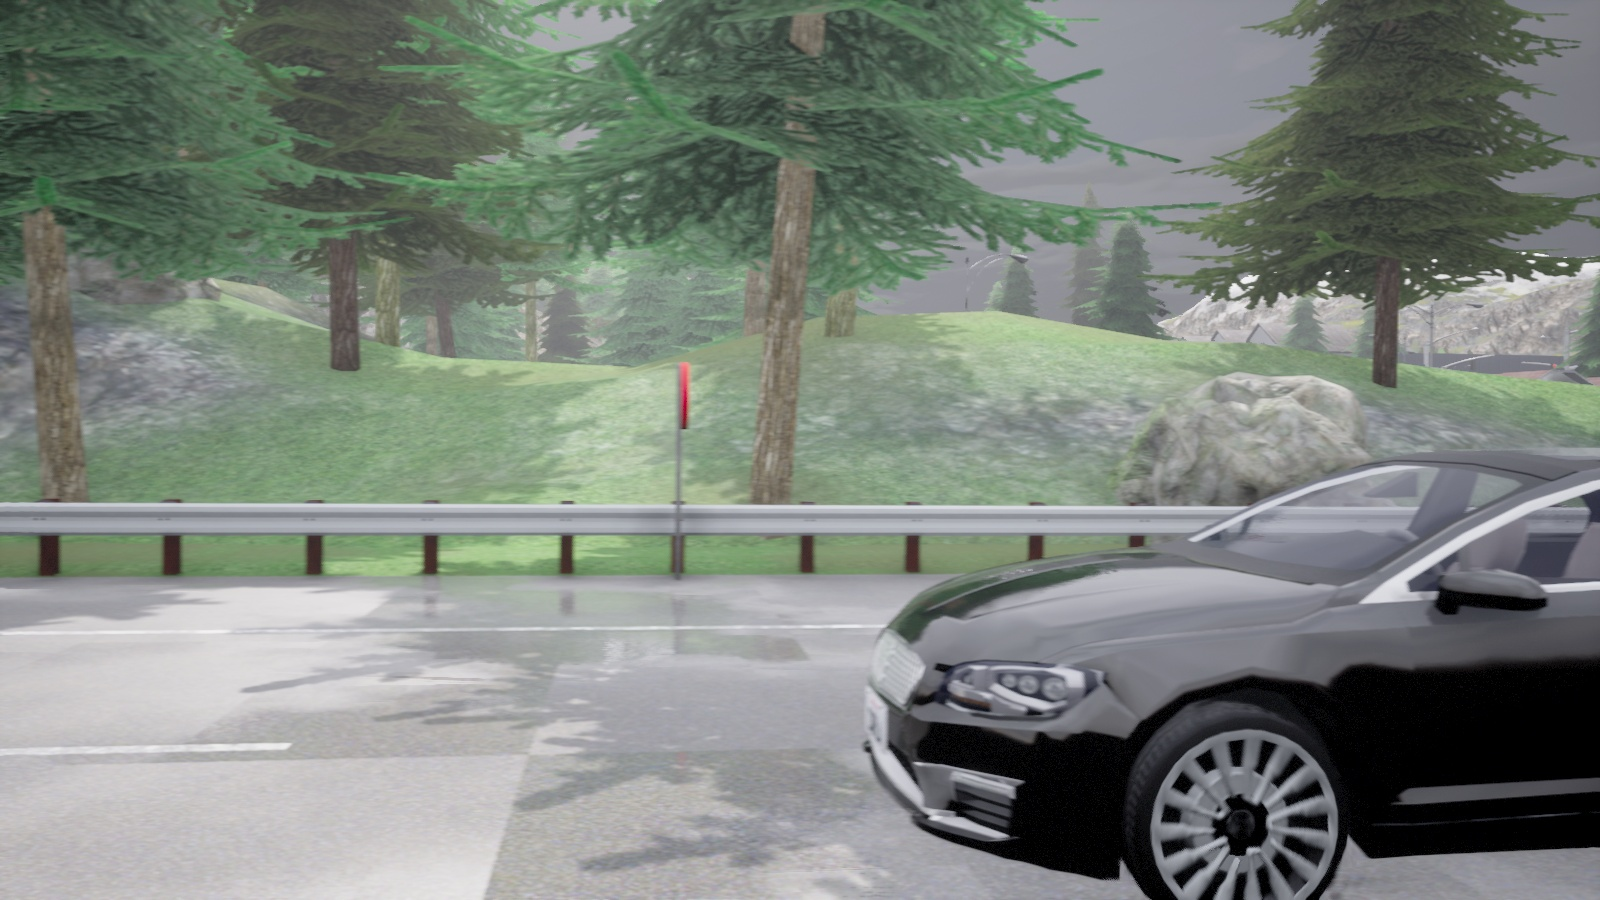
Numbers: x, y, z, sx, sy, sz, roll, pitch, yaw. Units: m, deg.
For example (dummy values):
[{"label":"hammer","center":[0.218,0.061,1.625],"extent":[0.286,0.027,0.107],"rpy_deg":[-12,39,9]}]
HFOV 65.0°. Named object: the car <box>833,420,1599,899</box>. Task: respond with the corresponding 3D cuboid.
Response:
[{"label":"car","center":[2.718,0.645,4.874],"extent":[4.902,1.511,2.128],"rpy_deg":[-1,1,-7]}]
